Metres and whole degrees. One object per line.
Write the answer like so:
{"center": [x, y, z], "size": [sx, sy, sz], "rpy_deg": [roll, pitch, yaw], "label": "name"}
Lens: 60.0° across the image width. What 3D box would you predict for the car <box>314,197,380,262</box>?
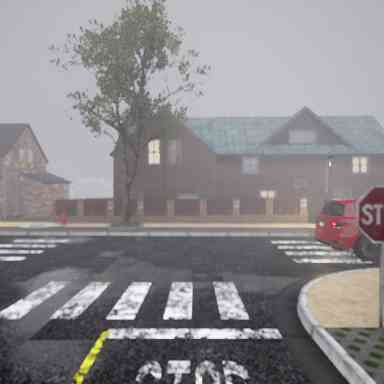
{"center": [7.297, 1.229, 11.939], "size": [5.566, 2.045, 2.150], "rpy_deg": [0, 1, -2], "label": "car"}
